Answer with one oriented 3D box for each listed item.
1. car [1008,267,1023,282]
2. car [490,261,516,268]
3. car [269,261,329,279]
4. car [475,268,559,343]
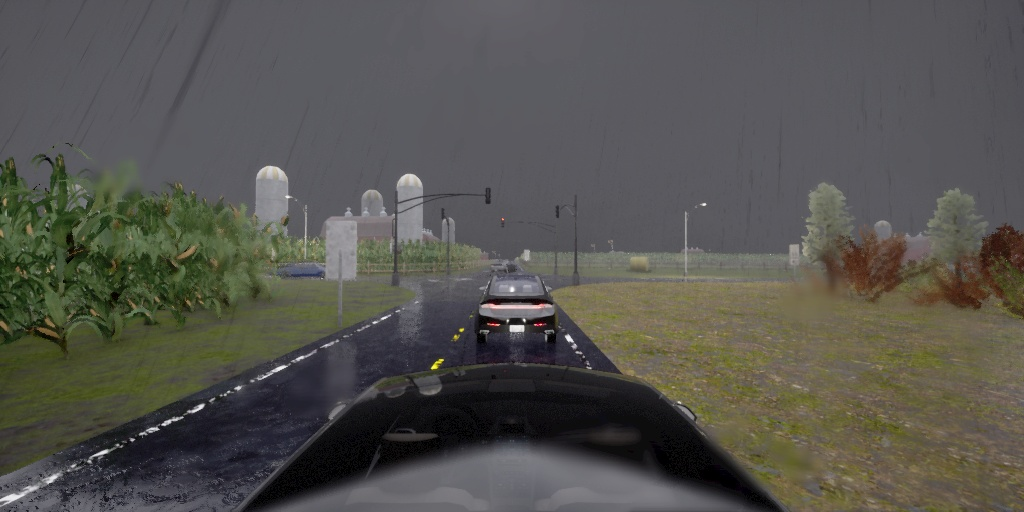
[{"bbox_3d":[48.671,1.720,33.477,4.674,1.442,1.812,1,-1,-5],"label":"car"},{"bbox_3d":[-0.916,1.272,39.986,2.128,1.511,4.902,0,0,18],"label":"car"},{"bbox_3d":[-16.495,1.147,29.148,5.357,1.411,2.033,1,-1,-6],"label":"car"},{"bbox_3d":[0.102,1.245,9.632,2.128,1.511,4.902,0,0,0],"label":"car"}]
